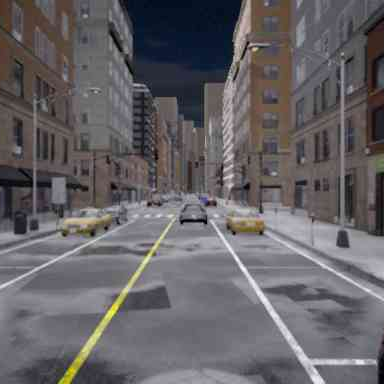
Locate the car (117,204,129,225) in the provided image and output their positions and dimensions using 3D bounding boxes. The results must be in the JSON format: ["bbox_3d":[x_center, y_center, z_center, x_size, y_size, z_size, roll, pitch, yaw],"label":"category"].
[{"bbox_3d":[-5.663,1.540,23.913,2.008,1.369,4.403,0,0,0],"label":"car"}]

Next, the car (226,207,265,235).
[{"bbox_3d":[2.861,1.516,18.555,1.752,1.417,4.829,0,0,0],"label":"car"}]

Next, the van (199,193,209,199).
[{"bbox_3d":[2.872,1.329,67.189,1.690,1.788,3.998,0,0,0],"label":"van"}]

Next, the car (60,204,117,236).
[{"bbox_3d":[-5.665,1.516,18.218,1.752,1.417,4.829,0,0,0],"label":"car"}]

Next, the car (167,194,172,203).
[{"bbox_3d":[-5.653,1.428,67.191,1.967,1.590,4.097,0,0,0],"label":"car"}]

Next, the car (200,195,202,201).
[{"bbox_3d":[2.870,1.553,56.186,1.947,1.339,4.313,0,0,0],"label":"car"}]

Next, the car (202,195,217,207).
[{"bbox_3d":[2.869,1.532,50.685,1.887,1.381,4.507,0,0,0],"label":"car"}]

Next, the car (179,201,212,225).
[{"bbox_3d":[0.108,1.553,23.799,1.994,1.385,4.181,0,0,0],"label":"car"}]

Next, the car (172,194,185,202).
[{"bbox_3d":[-2.982,1.584,72.384,1.895,1.301,4.718,0,0,0],"label":"car"}]

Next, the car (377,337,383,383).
[{"bbox_3d":[2.856,1.439,1.808,1.967,1.590,4.097,0,0,0],"label":"car"}]

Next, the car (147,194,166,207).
[{"bbox_3d":[-5.658,1.302,50.688,2.192,1.841,5.009,0,0,0],"label":"car"}]

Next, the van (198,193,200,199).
[{"bbox_3d":[2.875,1.330,78.192,1.690,1.788,3.998,0,0,0],"label":"van"}]
